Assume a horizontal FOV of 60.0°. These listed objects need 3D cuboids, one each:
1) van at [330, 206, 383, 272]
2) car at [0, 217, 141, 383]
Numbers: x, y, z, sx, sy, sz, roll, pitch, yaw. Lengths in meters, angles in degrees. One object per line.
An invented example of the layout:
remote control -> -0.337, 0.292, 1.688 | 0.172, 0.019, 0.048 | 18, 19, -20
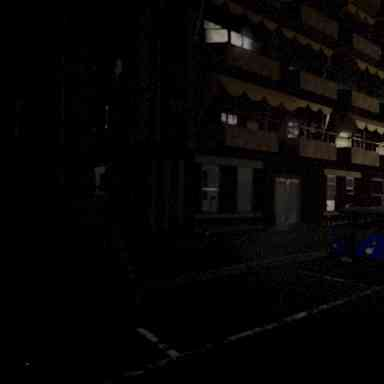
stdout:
van -> 5.966, 1.331, 10.338 | 3.998, 1.788, 1.690 | 0, 2, -36
car -> -3.029, 1.317, 3.905 | 5.009, 1.841, 2.192 | 0, 2, -36
